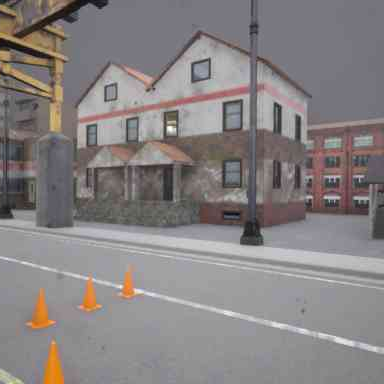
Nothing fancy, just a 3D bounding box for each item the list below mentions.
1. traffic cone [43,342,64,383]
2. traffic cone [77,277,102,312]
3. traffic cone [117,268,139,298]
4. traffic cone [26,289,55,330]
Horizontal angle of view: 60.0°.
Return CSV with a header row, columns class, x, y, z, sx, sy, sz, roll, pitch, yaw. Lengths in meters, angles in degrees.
class,x,y,z,sx,sy,sz,roll,pitch,yaw
traffic cone,-1.526,1.952,3.660,0.340,0.580,0.340,0,0,36
traffic cone,-1.978,1.949,6.452,0.340,0.580,0.340,0,0,36
traffic cone,-1.393,1.949,7.263,0.340,0.580,0.340,0,0,36
traffic cone,-2.563,1.949,5.641,0.340,0.580,0.340,0,0,36
